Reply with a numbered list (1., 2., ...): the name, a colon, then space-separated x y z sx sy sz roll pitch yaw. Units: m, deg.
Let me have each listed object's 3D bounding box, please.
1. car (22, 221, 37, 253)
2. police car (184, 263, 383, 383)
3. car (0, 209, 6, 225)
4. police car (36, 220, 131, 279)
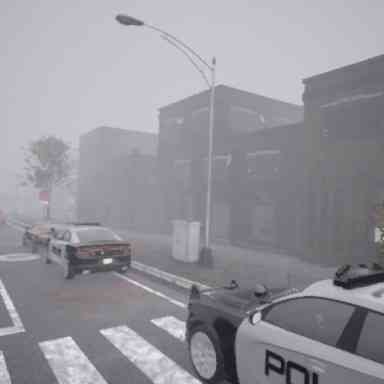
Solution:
1. car: -7.226 2.139 16.674 1.812 1.442 4.674 2 -3 -34
2. police car: 1.746 1.604 3.551 1.930 1.638 5.238 2 -3 -34
3. car: -21.270 2.582 35.587 2.097 1.767 4.553 2 -3 -34
4. police car: -3.902 1.875 11.811 1.930 1.638 5.238 2 -3 -34
